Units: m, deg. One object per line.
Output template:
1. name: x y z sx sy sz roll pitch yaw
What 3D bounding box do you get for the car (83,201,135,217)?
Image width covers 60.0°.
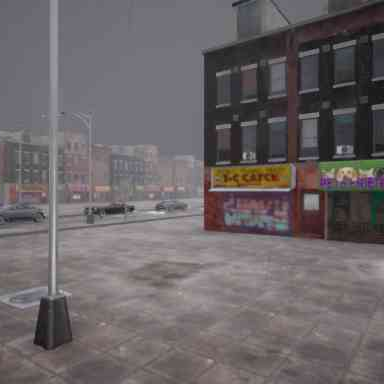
1. car: -7.556 1.519 30.516 1.895 1.301 4.718 0 0 36

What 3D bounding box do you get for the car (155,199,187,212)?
1. car: -2.363 1.450 37.863 1.994 1.385 4.181 0 0 35

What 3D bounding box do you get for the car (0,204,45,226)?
1. car: -12.598 1.515 23.380 1.994 1.385 4.181 0 0 36
